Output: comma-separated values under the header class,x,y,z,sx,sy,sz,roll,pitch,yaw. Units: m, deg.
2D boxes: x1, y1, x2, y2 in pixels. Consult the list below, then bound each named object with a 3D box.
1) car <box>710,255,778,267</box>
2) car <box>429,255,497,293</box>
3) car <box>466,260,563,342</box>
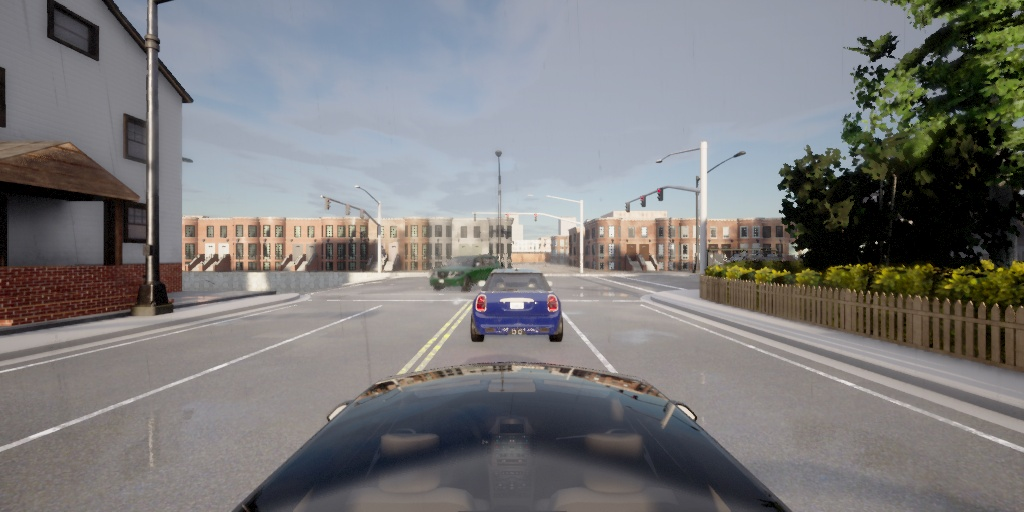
class,x,y,z,sx,sy,sz,roll,pitch,yaw
car,19.198,0.973,29.666,5.566,2.045,2.150,0,0,0
car,-2.605,0.971,21.473,2.150,2.045,5.566,-1,0,24
car,0.109,1.102,9.948,2.097,1.767,4.553,0,0,0
